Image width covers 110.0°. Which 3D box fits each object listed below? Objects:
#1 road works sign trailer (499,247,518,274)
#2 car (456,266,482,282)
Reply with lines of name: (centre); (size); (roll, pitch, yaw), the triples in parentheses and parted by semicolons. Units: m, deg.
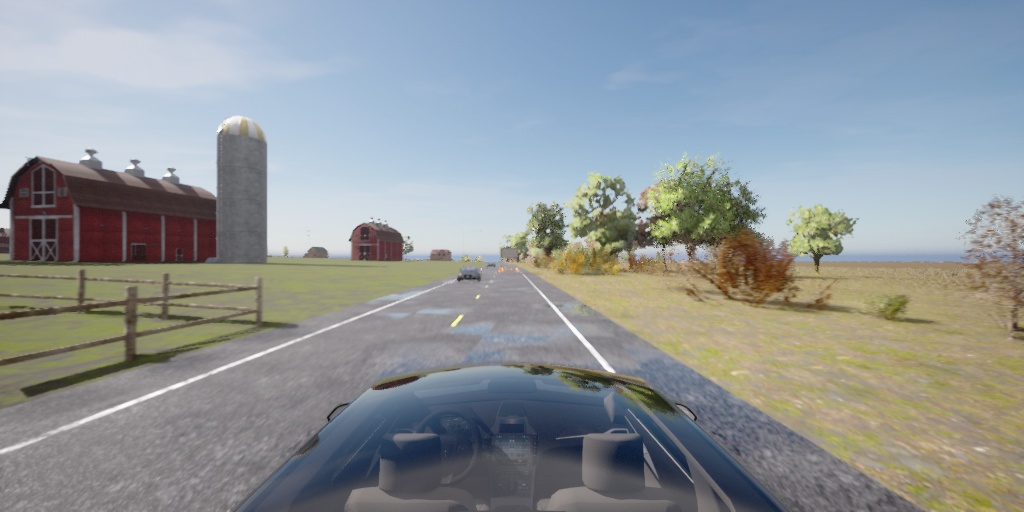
road works sign trailer: (-0.325, 0.634, 48.344); (2.380, 3.560, 2.880); (0, 0, -1)
car: (-3.734, 1.588, 32.139); (1.994, 1.385, 4.181); (0, -1, 0)
